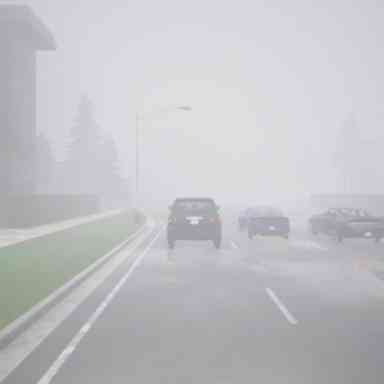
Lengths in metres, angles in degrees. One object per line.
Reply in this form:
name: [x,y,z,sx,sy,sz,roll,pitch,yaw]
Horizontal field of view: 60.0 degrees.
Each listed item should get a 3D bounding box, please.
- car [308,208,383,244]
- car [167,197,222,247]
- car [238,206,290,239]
car: [7.090,1.483,15.800,2.128,1.511,4.902,0,0,0]
car: [0.089,1.214,15.000,2.150,2.045,5.566,0,0,0]
car: [3.591,1.468,17.357,1.882,1.535,5.008,0,0,0]
